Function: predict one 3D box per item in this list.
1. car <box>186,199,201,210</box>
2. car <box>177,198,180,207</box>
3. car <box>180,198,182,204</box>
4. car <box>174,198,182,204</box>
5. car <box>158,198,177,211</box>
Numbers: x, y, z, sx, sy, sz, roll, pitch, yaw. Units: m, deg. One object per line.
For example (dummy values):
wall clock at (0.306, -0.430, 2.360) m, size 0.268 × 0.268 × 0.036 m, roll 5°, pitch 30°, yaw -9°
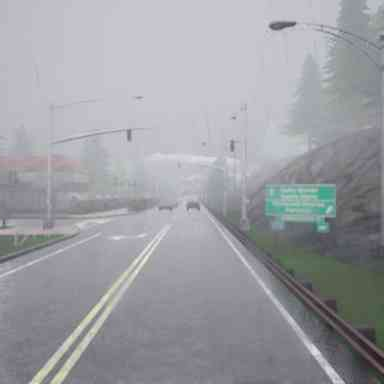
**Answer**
car at (0.154, 1.843, 47.904) m, size 1.837 × 1.490 × 4.892 m, roll 0°, pitch 0°, yaw 0°
car at (-3.506, 1.744, 55.545) m, size 2.097 × 1.767 × 4.553 m, roll 0°, pitch 0°, yaw 0°
car at (-3.423, 1.953, 67.347) m, size 1.882 × 1.535 × 5.008 m, roll 0°, pitch 0°, yaw 0°
car at (-3.407, 2.156, 81.435) m, size 1.895 × 1.301 × 4.718 m, roll 0°, pitch 0°, yaw 0°
car at (-3.538, 1.828, 45.847) m, size 1.837 × 1.490 × 4.892 m, roll 0°, pitch 0°, yaw 0°
